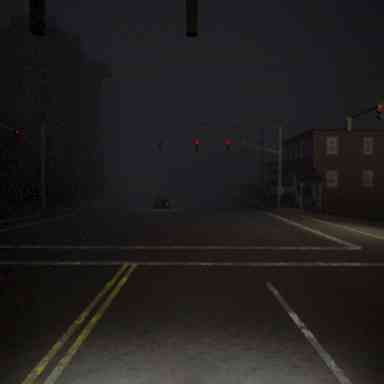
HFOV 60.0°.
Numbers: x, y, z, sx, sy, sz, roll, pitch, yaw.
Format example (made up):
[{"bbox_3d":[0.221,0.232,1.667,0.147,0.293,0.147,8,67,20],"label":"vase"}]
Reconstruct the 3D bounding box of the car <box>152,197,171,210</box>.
[{"bbox_3d":[-3.495,1.387,38.742,1.837,1.490,4.892,0,-4,0],"label":"car"}]
